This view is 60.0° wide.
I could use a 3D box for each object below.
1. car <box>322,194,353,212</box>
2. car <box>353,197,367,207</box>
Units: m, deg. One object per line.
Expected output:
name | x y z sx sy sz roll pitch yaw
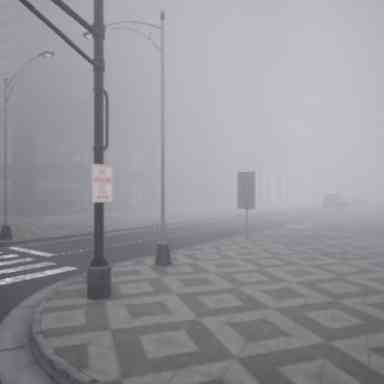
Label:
car | 17.539 1.257 40.523 2.150 2.045 5.566 0 -1 36
car | 26.922 1.533 53.576 2.128 1.511 4.902 0 0 36
